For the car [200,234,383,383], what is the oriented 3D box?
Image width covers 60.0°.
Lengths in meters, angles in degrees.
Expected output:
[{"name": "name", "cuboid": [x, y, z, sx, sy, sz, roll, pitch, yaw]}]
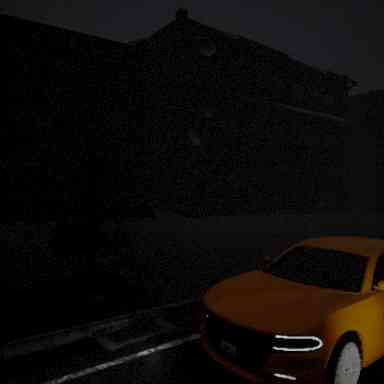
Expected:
[{"name": "car", "cuboid": [2.381, 1.493, 5.278, 5.008, 1.535, 1.882, 1, 0, -38]}]
